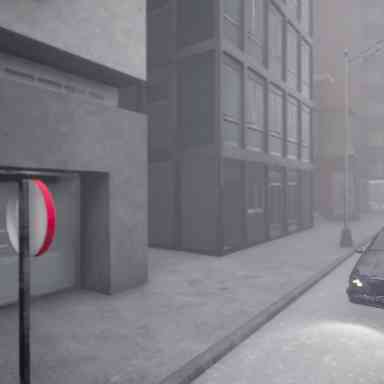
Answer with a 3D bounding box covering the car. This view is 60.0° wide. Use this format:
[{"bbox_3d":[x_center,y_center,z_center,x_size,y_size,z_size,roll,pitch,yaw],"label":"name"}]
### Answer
[{"bbox_3d":[4.999,1.492,7.522,2.033,1.411,5.357,0,0,36],"label":"car"}]
